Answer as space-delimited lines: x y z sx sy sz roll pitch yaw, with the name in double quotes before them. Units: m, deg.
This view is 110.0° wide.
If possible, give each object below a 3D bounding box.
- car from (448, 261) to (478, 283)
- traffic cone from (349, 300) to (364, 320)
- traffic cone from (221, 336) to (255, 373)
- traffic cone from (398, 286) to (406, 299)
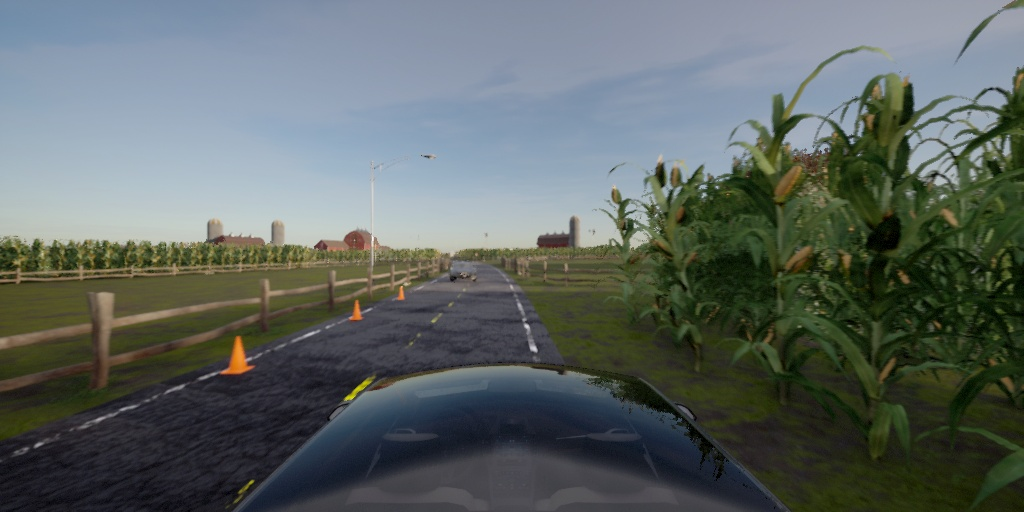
"car" -3.717 1.136 27.064 1.837 1.490 4.892 0 0 -11
"traffic cone" -4.842 1.665 11.194 0.340 0.580 0.340 0 0 -1
"traffic cone" -4.749 1.689 6.223 0.340 0.580 0.340 0 0 -1
"traffic cone" -4.991 1.640 16.164 0.340 0.580 0.340 0 0 -2
